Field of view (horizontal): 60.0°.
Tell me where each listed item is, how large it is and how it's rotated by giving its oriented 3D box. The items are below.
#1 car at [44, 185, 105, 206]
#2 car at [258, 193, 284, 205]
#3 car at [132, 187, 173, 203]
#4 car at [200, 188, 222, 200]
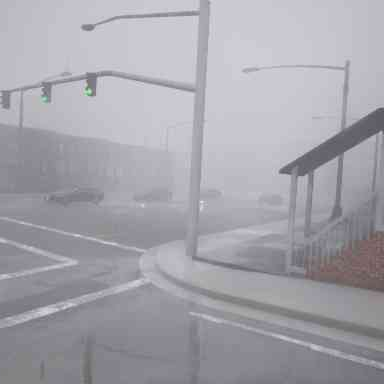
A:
[{"bbox_3d":[-9.293,0.225,26.675,2.128,1.511,4.902,5,3,36],"label":"car"},{"bbox_3d":[9.683,0.785,40.742,1.994,1.385,4.181,5,3,36],"label":"car"},{"bbox_3d":[-3.951,0.241,34.089,1.837,1.490,4.892,5,3,36],"label":"car"},{"bbox_3d":[1.987,0.244,42.304,1.837,1.490,4.892,5,3,36],"label":"car"}]
